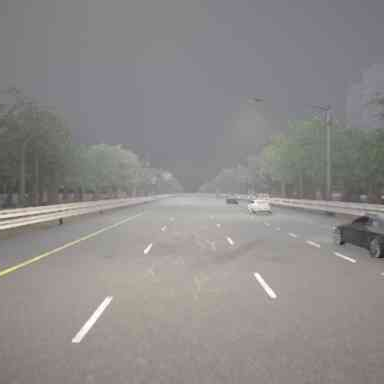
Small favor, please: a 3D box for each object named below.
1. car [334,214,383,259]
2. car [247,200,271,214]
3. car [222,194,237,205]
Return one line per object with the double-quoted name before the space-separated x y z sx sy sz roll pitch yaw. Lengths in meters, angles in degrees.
"car" 7.009 1.535 12.415 1.812 1.442 4.674 0 0 0
"car" 7.059 1.536 35.190 1.812 1.442 4.674 0 0 0
"car" 7.124 1.496 60.794 1.882 1.535 5.008 0 0 0
